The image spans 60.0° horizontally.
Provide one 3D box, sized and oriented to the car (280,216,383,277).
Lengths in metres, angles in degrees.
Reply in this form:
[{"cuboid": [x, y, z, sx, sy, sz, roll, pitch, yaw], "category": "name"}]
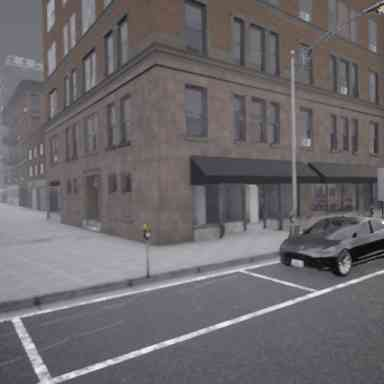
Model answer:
[{"cuboid": [4.457, 1.407, 9.763, 4.313, 1.339, 1.947, -1, 1, -36], "category": "car"}]
